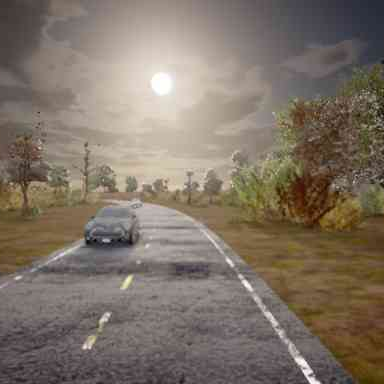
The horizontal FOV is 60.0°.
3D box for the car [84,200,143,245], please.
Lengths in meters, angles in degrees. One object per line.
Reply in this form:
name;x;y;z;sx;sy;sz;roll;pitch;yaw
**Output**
car;-3.710;1.457;16.147;2.097;1.767;4.553;0;0;-4
